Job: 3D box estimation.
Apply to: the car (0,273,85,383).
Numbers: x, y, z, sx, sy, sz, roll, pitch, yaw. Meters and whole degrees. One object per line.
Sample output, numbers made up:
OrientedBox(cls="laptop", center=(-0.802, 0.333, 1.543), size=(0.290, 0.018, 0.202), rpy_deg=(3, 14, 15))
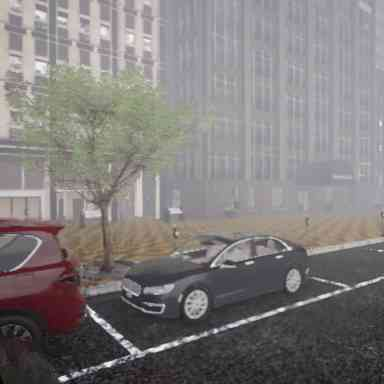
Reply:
OrientedBox(cls="car", center=(-2.712, 1.567, 1.448), size=(4.181, 1.385, 1.994), rpy_deg=(0, 0, -36))

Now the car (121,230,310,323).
OrientedBox(cls="car", center=(0.690, 1.540, 7.053), size=(4.403, 1.369, 2.008), rpy_deg=(0, 0, -35))

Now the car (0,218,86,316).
OrientedBox(cls="car", center=(-3.809, 1.317, 3.847), size=(5.009, 1.841, 2.192), rpy_deg=(0, 0, -35))
